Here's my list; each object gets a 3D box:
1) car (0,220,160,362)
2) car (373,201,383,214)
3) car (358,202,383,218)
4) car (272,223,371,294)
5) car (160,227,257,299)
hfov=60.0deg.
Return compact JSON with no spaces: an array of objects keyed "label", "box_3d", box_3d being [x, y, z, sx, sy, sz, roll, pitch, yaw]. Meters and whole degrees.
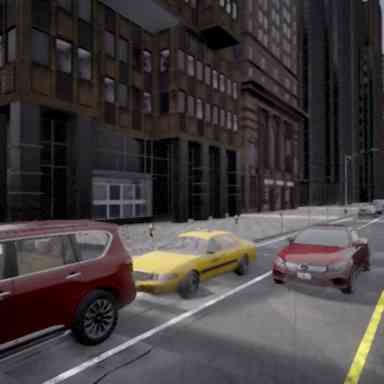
[{"label":"car","box_3d":[-2.945,1.399,4.506,2.192,1.841,5.009,-1,-1,35]},{"label":"car","box_3d":[22.740,2.148,41.385,1.947,1.339,4.313,-1,-1,35]},{"label":"car","box_3d":[19.529,2.100,36.774,1.802,1.307,4.206,-1,-1,35]},{"label":"car","box_3d":[3.857,1.662,9.436,1.812,1.442,4.674,-1,-1,35]},{"label":"car","box_3d":[0.169,1.667,8.974,1.752,1.417,4.829,-1,-1,35]}]
